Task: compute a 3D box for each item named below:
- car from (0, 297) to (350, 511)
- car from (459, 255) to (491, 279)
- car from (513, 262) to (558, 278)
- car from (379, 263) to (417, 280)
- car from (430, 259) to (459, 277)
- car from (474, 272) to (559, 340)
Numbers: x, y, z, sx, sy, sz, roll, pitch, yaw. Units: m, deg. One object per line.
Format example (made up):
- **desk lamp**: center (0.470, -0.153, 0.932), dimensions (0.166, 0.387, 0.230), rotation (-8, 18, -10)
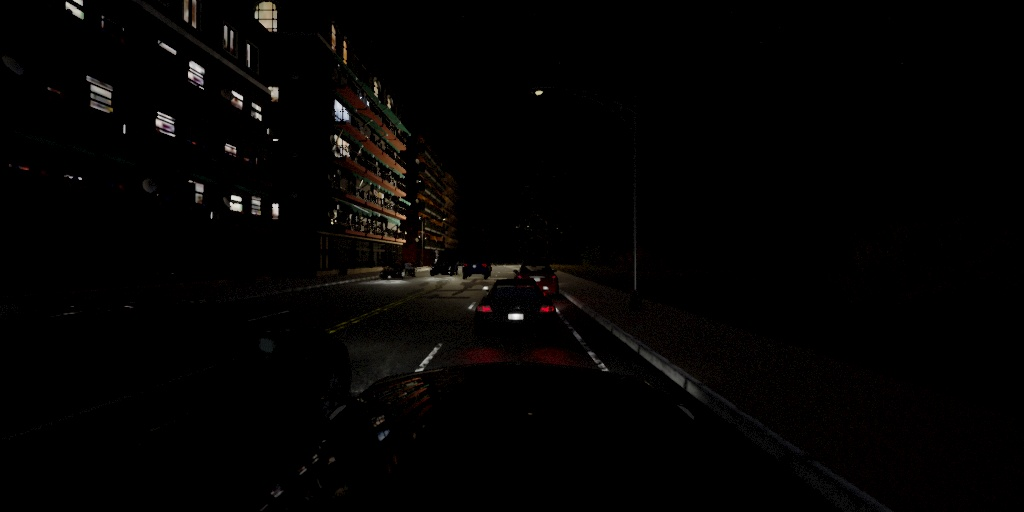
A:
- **car**: center (-3.150, 1.103, 2.817), dimensions (2.097, 1.767, 4.553), rotation (0, 0, 0)
- **car**: center (-3.125, 0.970, 32.469), dimensions (2.150, 2.045, 5.566), rotation (0, 0, 0)
- **car**: center (1.151, 1.103, 18.533), dimensions (2.097, 1.767, 4.553), rotation (0, 0, 0)
- **car**: center (-9.827, 1.299, 31.415), dimensions (2.033, 1.411, 5.357), rotation (0, 0, 0)
- **car**: center (-6.574, 1.103, 34.947), dimensions (2.097, 1.767, 4.553), rotation (0, 0, 0)
- **car**: center (0.101, 1.315, 9.953), dimensions (1.994, 1.385, 4.181), rotation (0, 0, 0)
